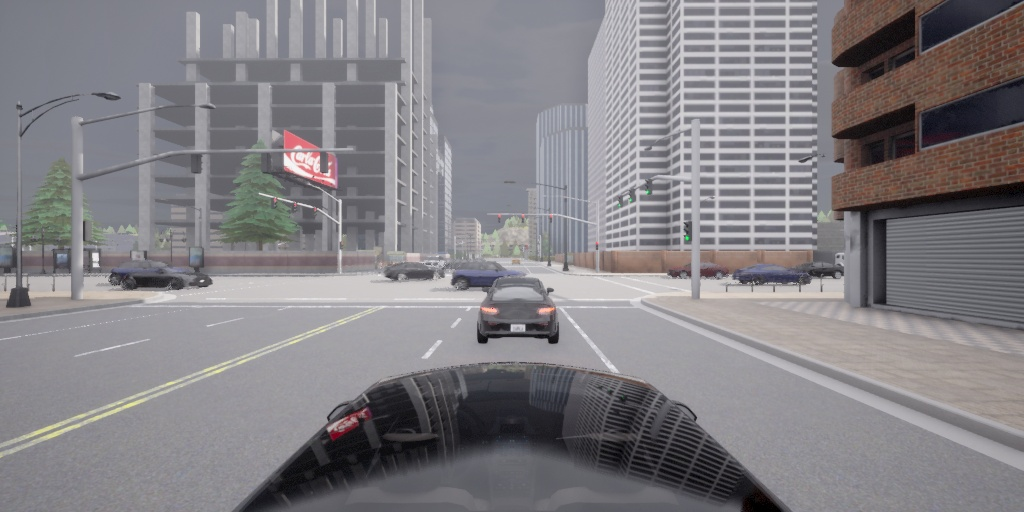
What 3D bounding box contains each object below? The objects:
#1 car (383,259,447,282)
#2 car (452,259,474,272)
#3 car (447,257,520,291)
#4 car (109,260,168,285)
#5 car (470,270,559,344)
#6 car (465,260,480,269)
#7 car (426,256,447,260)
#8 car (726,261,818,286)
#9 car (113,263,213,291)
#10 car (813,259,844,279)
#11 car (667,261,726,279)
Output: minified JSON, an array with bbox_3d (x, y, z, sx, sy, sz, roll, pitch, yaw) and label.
[{"bbox_3d":[-7.915,1.254,29.131,4.892,1.490,1.837,0,1,-37],"label":"car"},{"bbox_3d":[-6.565,1.241,48.554,2.128,1.511,4.902,0,0,1],"label":"car"},{"bbox_3d":[-1.263,1.102,21.319,4.553,1.767,2.097,0,0,0],"label":"car"},{"bbox_3d":[-24.907,1.102,24.972,4.553,1.767,2.097,0,0,0],"label":"car"},{"bbox_3d":[0.157,1.276,9.484,1.812,1.442,4.674,0,0,1],"label":"car"},{"bbox_3d":[-6.444,1.314,58.524,1.994,1.385,4.181,0,0,0],"label":"car"},{"bbox_3d":[-10.084,0.971,46.199,2.150,2.045,5.566,0,0,1],"label":"car"},{"bbox_3d":[17.826,1.276,24.696,4.674,1.442,1.812,0,0,0],"label":"car"},{"bbox_3d":[-20.536,1.313,21.444,4.181,1.385,1.994,0,0,0],"label":"car"},{"bbox_3d":[26.653,1.227,31.829,5.008,1.535,1.882,0,0,0],"label":"car"},{"bbox_3d":[16.460,1.227,31.905,5.008,1.535,1.882,0,0,0],"label":"car"}]
